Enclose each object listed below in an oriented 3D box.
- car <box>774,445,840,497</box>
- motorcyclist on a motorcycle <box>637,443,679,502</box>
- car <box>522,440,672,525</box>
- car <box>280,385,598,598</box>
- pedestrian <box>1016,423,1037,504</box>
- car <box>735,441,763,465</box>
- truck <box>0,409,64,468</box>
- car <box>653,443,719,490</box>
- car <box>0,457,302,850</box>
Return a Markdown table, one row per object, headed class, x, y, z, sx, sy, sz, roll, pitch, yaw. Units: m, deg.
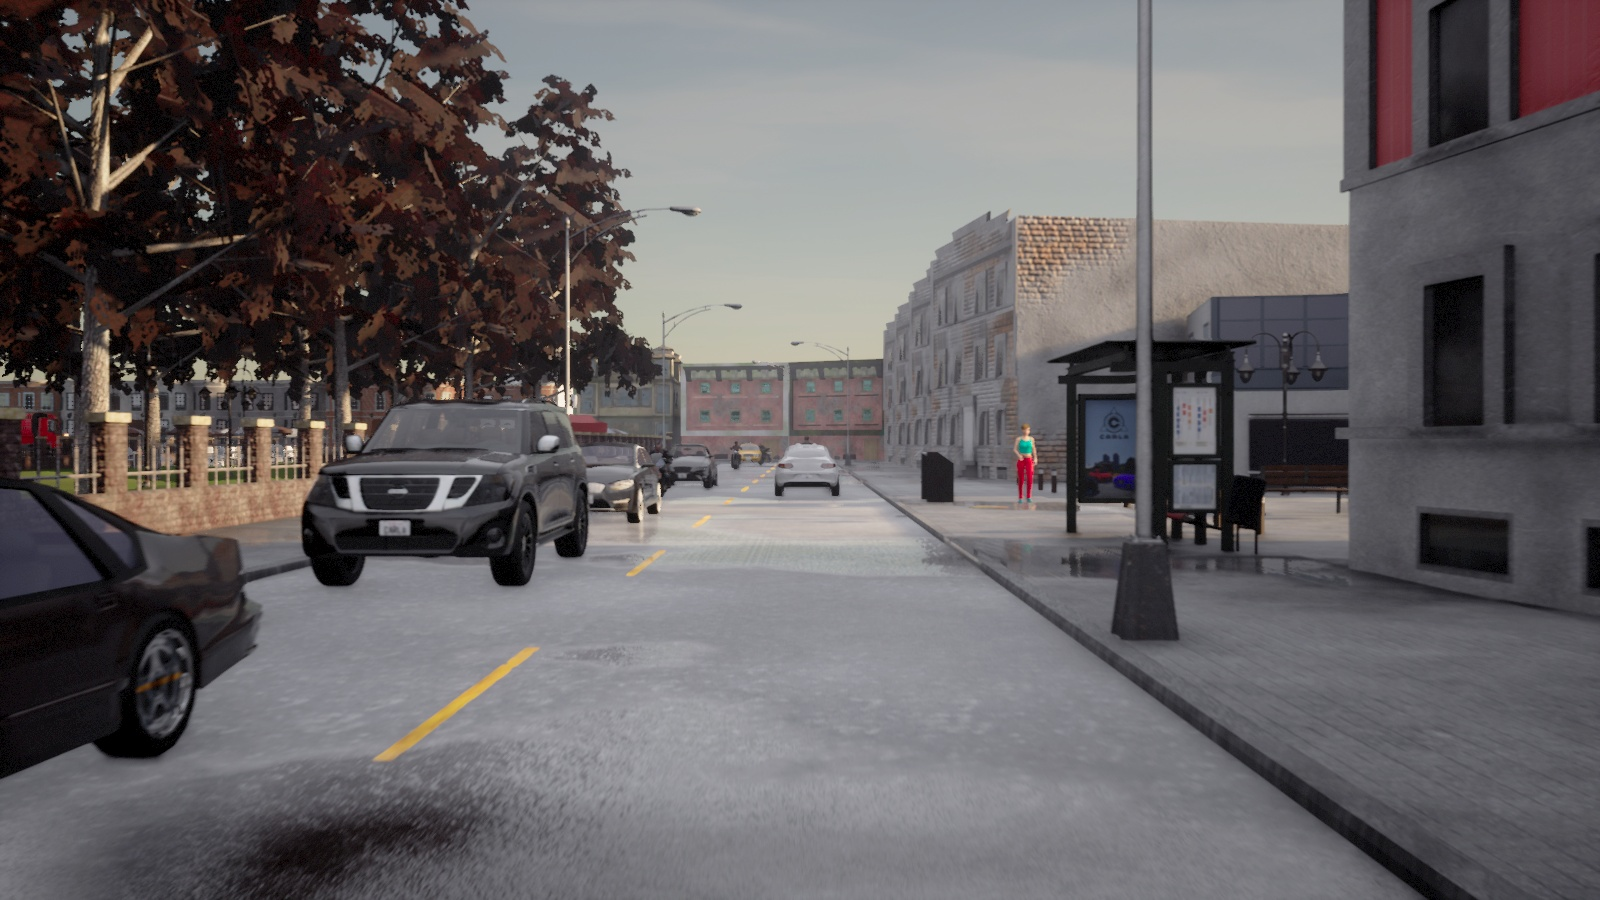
| class | x | y | z | sx | sy | sz | roll | pitch | yaw |
| --- | --- | --- | --- | --- | --- | --- | --- | --- | --- |
| car | 0.209 | 0.564 | 36.930 | 1.812 | 1.442 | 4.674 | 0 | 0 | 0 |
| motorcyclist on a motorcycle | -3.808 | 0.588 | 33.772 | 0.866 | 1.530 | 2.191 | 0 | 0 | 0 |
| car | -3.856 | 0.560 | 24.753 | 2.128 | 1.511 | 4.902 | 0 | 0 | 0 |
| car | -3.912 | 0.378 | 14.850 | 2.150 | 2.045 | 5.566 | 0 | 0 | 0 |
| pedestrian | 5.139 | 0.300 | 28.501 | 0.345 | 1.836 | 0.594 | 0 | 0 | 0 |
| car | -3.486 | 0.199 | 85.825 | 1.801 | 1.575 | 5.366 | 0 | 0 | -1 |
| truck | -48.870 | -0.708 | 76.905 | 2.891 | 3.462 | 7.936 | 0 | 0 | 0 |
| car | -3.765 | 0.519 | 42.170 | 1.816 | 1.474 | 4.193 | 0 | 0 | 0 |
| car | -3.954 | 0.765 | 4.630 | 2.033 | 1.411 | 5.357 | 0 | 0 | 1 |
